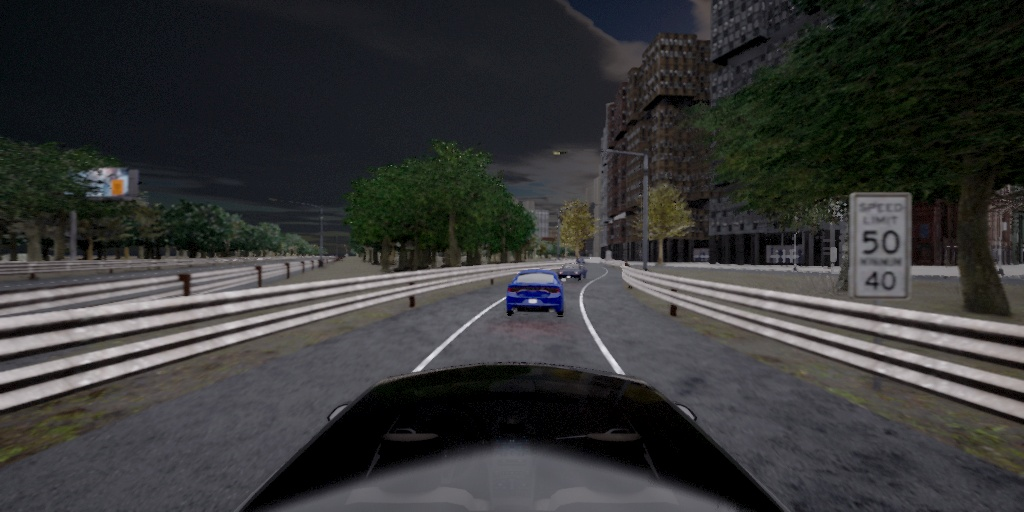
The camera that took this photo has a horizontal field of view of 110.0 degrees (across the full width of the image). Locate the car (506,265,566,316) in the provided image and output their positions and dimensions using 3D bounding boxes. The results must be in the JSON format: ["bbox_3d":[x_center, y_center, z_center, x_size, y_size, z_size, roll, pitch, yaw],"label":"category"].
[{"bbox_3d":[0.992,1.250,13.483,1.882,1.535,5.008,0,0,8],"label":"car"}]

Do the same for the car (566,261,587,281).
[{"bbox_3d":[5.237,1.368,30.471,1.895,1.301,4.718,0,0,19],"label":"car"}]
